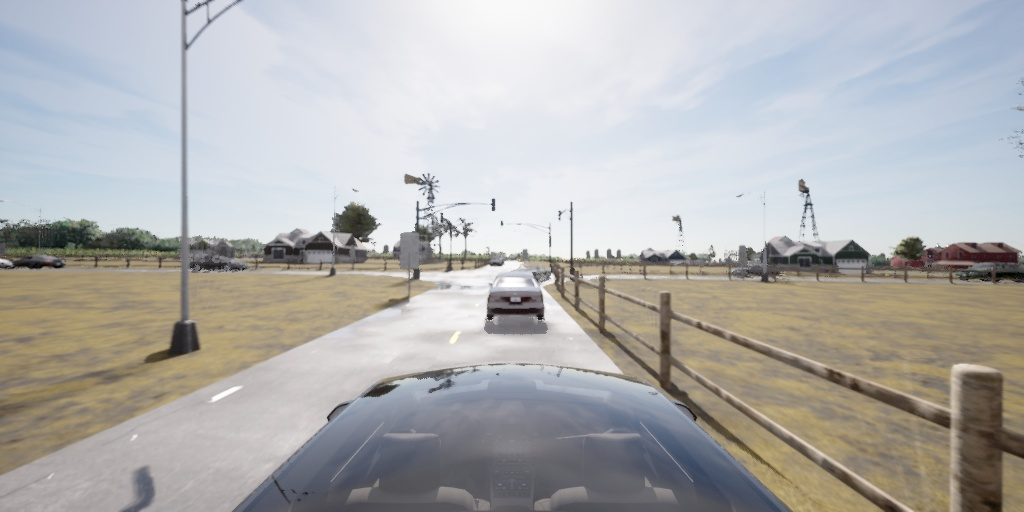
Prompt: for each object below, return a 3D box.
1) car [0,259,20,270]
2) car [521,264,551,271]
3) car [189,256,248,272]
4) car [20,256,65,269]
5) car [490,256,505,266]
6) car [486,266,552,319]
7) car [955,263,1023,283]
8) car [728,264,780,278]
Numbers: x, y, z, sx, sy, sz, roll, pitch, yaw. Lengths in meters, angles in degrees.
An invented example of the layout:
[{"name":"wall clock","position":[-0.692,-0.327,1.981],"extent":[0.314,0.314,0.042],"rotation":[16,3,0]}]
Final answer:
[{"name":"car","position":[-51.065,0.585,34.396],"extent":[4.674,1.442,1.812],"rotation":[0,-1,1]},{"name":"car","position":[1.635,1.260,27.506],"extent":[1.895,1.301,4.718],"rotation":[0,0,20]},{"name":"car","position":[-27.986,0.773,34.294],"extent":[4.892,1.490,1.837],"rotation":[1,-1,0]},{"name":"car","position":[-50.261,0.671,37.929],"extent":[4.674,1.442,1.812],"rotation":[0,-1,0]},{"name":"car","position":[-2.781,1.003,63.068],"extent":[2.097,1.767,4.553],"rotation":[0,0,0]},{"name":"car","position":[0.101,1.256,12.565],"extent":[2.033,1.411,5.357],"rotation":[0,0,0]},{"name":"car","position":[50.432,1.739,37.770],"extent":[5.566,2.045,2.150],"rotation":[1,-1,1]},{"name":"car","position":[25.499,1.571,37.889],"extent":[4.902,1.511,2.128],"rotation":[1,-1,0]}]
